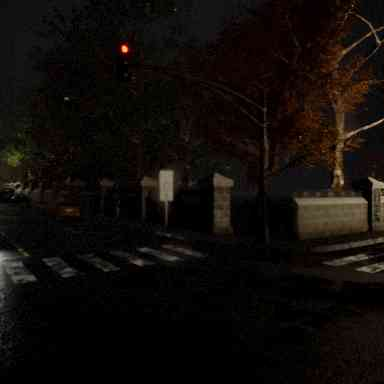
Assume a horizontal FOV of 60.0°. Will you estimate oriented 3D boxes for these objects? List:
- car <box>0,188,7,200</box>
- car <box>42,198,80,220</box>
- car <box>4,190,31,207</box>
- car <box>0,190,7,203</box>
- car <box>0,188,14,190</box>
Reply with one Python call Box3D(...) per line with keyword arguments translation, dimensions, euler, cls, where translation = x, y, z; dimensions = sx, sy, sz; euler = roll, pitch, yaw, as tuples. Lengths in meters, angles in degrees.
Box3D(translation=(-31.973, 0.230, 54.537), dimensions=(2.192, 1.841, 5.009), euler=(1, 0, -36), cls="car")
Box3D(translation=(-9.269, 1.117, 23.337), dimensions=(1.752, 1.417, 4.829), euler=(1, 0, -36), cls="car")
Box3D(translation=(-18.944, 0.852, 36.630), dimensions=(2.008, 1.369, 4.403), euler=(1, 0, -36), cls="car")
Box3D(translation=(-22.204, 0.770, 41.108), dimensions=(1.947, 1.339, 4.313), euler=(1, 0, -36), cls="car")
Box3D(translation=(-25.456, 0.423, 45.584), dimensions=(2.192, 1.841, 5.009), euler=(1, 0, -36), cls="car")
